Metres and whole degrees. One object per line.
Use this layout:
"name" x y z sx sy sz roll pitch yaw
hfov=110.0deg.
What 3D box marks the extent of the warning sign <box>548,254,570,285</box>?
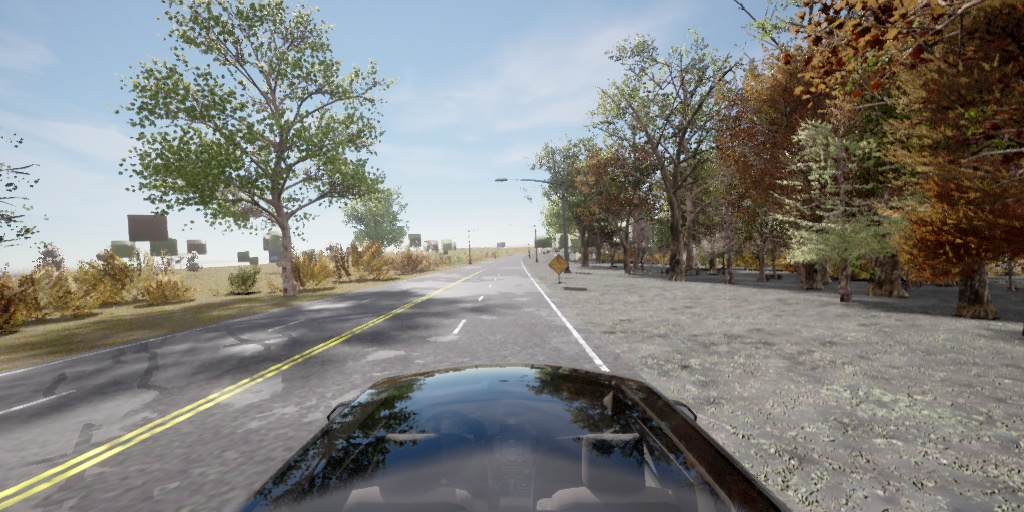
"warning sign" 2.891 0.799 21.832 1.300 1.860 1.060 0 0 0
